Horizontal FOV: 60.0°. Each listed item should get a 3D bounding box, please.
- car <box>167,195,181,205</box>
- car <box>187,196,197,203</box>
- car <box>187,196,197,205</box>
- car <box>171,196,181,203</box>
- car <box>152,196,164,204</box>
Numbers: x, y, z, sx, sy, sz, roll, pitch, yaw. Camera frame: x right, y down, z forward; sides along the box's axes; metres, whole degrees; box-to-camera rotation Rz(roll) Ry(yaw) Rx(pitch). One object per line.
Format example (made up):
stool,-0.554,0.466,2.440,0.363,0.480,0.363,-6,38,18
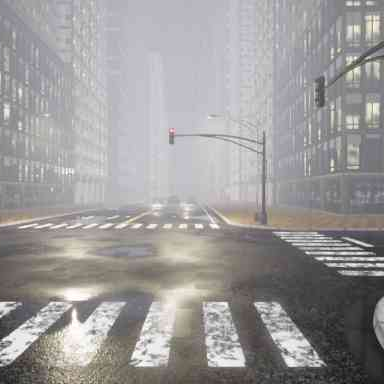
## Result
car,-3.268,1.453,60.101,2.097,1.767,4.553,0,0,0
car,-0.021,1.541,70.549,1.994,1.385,4.181,0,0,0
car,-0.018,1.703,60.577,1.895,1.301,4.718,0,0,0
car,-3.271,1.565,70.162,1.895,1.301,4.718,0,0,0
car,-6.519,1.608,64.298,2.128,1.511,4.902,0,0,0
